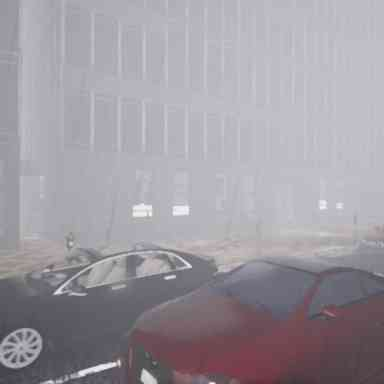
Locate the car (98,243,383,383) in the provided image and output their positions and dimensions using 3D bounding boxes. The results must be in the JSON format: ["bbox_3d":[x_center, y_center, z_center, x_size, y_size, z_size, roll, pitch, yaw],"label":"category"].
[{"bbox_3d":[1.224,1.583,4.248,4.181,1.385,1.994,0,0,-35],"label":"car"}]

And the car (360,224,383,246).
[{"bbox_3d":[7.794,1.657,12.106,4.206,1.307,1.802,0,0,-35],"label":"car"}]

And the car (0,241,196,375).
[{"bbox_3d":[-1.479,1.561,5.503,4.403,1.369,2.008,0,0,-35],"label":"car"}]
